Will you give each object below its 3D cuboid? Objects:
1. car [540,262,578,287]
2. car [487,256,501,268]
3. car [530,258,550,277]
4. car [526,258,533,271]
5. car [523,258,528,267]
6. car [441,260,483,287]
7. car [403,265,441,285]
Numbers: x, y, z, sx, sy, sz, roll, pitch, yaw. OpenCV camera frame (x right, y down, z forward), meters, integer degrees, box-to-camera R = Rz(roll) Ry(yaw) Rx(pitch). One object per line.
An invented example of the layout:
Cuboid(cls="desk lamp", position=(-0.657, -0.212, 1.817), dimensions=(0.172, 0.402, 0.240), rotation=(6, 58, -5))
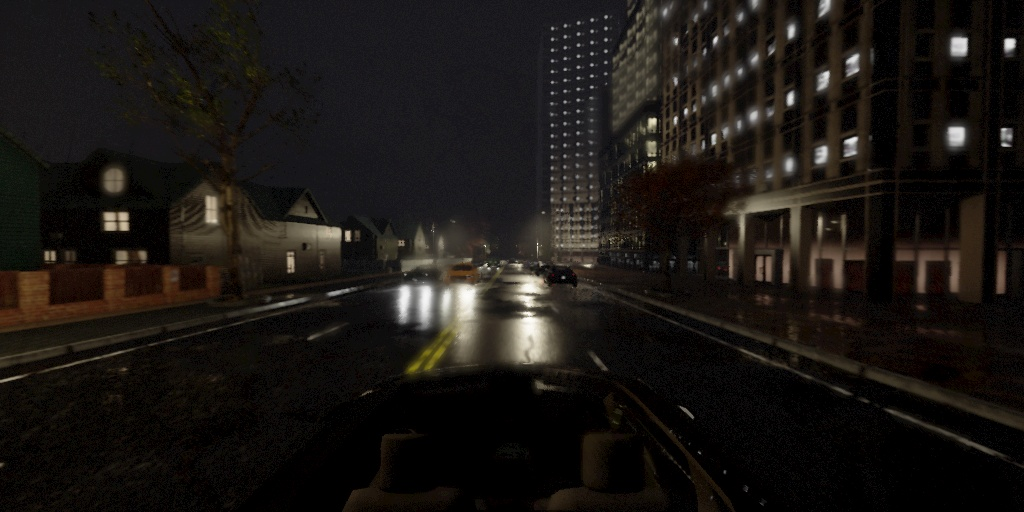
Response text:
Cuboid(cls="car", position=(3.257, 1.321, 24.700), dimensions=(1.994, 1.385, 4.181), rotation=(0, 0, 0))
Cuboid(cls="car", position=(-3.241, 1.025, 64.988), dimensions=(2.150, 2.045, 5.566), rotation=(0, 0, 0))
Cuboid(cls="car", position=(3.259, 1.256, 35.703), dimensions=(2.128, 1.511, 4.902), rotation=(0, 0, 0))
Cuboid(cls="car", position=(3.261, 1.340, 46.708), dimensions=(1.994, 1.385, 4.181), rotation=(0, 0, 0))
Cuboid(cls="car", position=(3.264, 1.146, 57.682), dimensions=(2.097, 1.767, 4.553), rotation=(0, 0, 0))
Cuboid(cls="car", position=(-3.333, 1.235, 24.769), dimensions=(1.882, 1.535, 5.008), rotation=(0, 0, 0))
Cuboid(cls="car", position=(-6.583, 1.359, 26.758), dimensions=(1.895, 1.301, 4.718), rotation=(0, 0, 0))
